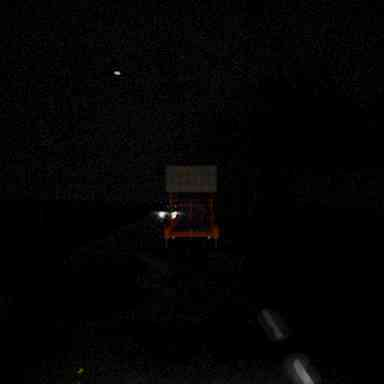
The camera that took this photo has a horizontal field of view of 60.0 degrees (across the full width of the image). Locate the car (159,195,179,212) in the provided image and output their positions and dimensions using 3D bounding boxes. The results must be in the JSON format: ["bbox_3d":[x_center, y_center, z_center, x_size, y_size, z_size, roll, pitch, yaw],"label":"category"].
[{"bbox_3d":[-2.859,1.341,41.874,2.150,2.045,5.566,0,0,0],"label":"car"}]

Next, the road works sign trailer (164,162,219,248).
[{"bbox_3d":[-0.024,0.486,14.841,2.380,3.560,2.880,0,0,0],"label":"road works sign trailer"}]
